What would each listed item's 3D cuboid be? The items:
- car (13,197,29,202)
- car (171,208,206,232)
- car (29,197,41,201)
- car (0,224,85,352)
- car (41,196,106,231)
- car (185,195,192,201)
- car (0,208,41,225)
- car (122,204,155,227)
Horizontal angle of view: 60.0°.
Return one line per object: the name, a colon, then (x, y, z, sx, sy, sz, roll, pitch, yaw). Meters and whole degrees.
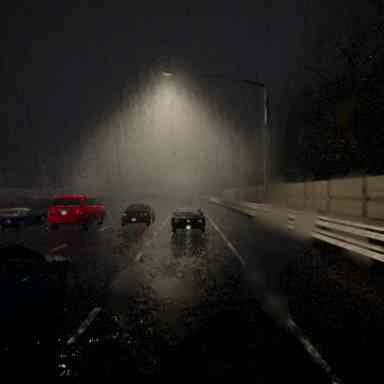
car: (-32.176, 1.699, 63.123, 1.812, 1.442, 4.674, 0, 0, -1)
car: (-0.222, 1.599, 20.098, 1.895, 1.301, 4.718, 0, 0, -1)
car: (-28.681, 1.685, 63.577, 1.812, 1.442, 4.674, 0, 0, -1)
car: (-3.467, 1.539, 5.484, 1.812, 1.442, 4.674, 0, 0, -1)
car: (-7.130, 1.250, 21.145, 2.150, 2.045, 5.566, 0, 0, -1)
car: (-0.987, 1.666, 92.750, 2.033, 1.411, 5.357, 0, 0, -1)
car: (-10.622, 1.644, 20.413, 1.895, 1.301, 4.718, 0, 0, -1)
car: (-3.654, 1.539, 23.039, 1.812, 1.442, 4.674, 0, 0, -1)
